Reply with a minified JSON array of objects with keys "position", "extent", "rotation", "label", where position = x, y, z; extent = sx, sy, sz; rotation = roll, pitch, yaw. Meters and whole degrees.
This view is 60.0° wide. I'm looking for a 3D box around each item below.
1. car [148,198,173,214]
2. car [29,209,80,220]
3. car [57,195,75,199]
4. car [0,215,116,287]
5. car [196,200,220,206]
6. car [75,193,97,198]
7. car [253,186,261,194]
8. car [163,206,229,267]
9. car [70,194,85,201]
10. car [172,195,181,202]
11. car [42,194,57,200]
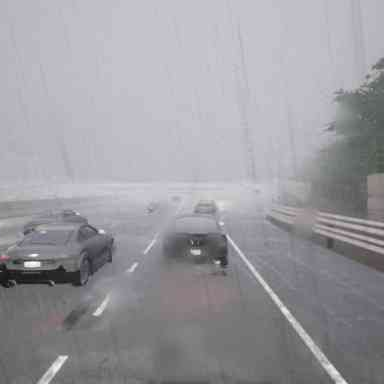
[{"position":[-3.425,1.568,35.415],"extent":[1.895,1.301,4.718],"rotation":[0,0,0],"label":"car"},{"position":[-6.867,1.548,17.135],"extent":[1.994,1.385,4.181],"rotation":[0,0,0],"label":"car"},{"position":[-24.491,1.424,66.050],"extent":[1.812,1.442,4.674],"rotation":[0,0,0],"label":"car"},{"position":[-3.489,1.555,9.310],"extent":[1.994,1.385,4.181],"rotation":[0,0,0],"label":"car"},{"position":[1.430,1.465,30.607],"extent":[2.128,1.511,4.902],"rotation":[0,0,9],"label":"car"},{"position":[-20.991,1.378,66.091],"extent":[1.882,1.535,5.008],"rotation":[0,0,0],"label":"car"},{"position":[17.878,-0.397,91.287],"extent":[1.837,1.490,4.892],"rotation":[0,3,12],"label":"car"},{"position":[0.117,1.467,11.396],"extent":[1.882,1.535,5.008],"rotation":[0,0,0],"label":"car"},{"position":[-28.097,1.299,81.846],"extent":[2.128,1.511,4.902],"rotation":[0,0,0],"label":"car"},{"position":[-3.539,1.315,74.318],"extent":[1.882,1.535,5.008],"rotation":[0,0,0],"label":"car"},{"position":[-27.991,1.255,66.039],"extent":[2.097,1.767,4.553],"rotation":[0,0,0],"label":"car"}]
